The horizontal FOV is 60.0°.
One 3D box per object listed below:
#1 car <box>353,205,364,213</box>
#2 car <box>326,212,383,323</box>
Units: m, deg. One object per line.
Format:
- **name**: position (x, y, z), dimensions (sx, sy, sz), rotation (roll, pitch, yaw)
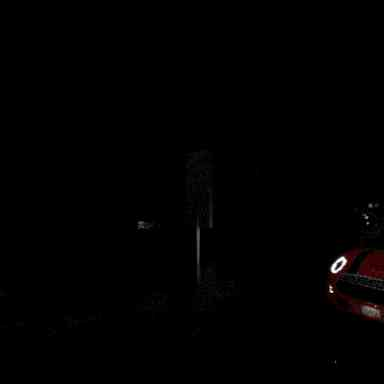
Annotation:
- **car**: position (11.437, 1.700, 24.790), dimensions (2.097, 1.767, 4.553), rotation (0, -1, -35)
- **car**: position (4.795, 1.412, 6.826), dimensions (4.553, 1.767, 2.097), rotation (1, 0, -36)
